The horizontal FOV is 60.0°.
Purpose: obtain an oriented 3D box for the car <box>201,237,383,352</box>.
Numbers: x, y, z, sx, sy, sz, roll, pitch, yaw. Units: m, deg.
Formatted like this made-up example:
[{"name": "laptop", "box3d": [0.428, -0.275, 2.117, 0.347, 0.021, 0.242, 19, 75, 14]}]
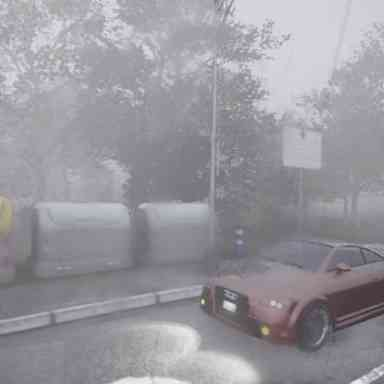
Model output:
[{"name": "car", "box3d": [2.227, 1.580, 6.183, 4.181, 1.385, 1.994, 1, 0, -34]}]
